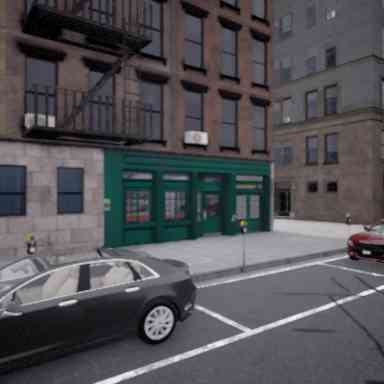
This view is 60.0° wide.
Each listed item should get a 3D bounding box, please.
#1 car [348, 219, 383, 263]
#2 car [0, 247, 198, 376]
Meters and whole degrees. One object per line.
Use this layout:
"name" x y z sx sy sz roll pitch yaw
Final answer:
"car" 7.017 1.548 11.191 4.507 1.381 1.887 0 0 -35
"car" -1.958 1.551 4.792 4.403 1.369 2.008 0 0 -35
